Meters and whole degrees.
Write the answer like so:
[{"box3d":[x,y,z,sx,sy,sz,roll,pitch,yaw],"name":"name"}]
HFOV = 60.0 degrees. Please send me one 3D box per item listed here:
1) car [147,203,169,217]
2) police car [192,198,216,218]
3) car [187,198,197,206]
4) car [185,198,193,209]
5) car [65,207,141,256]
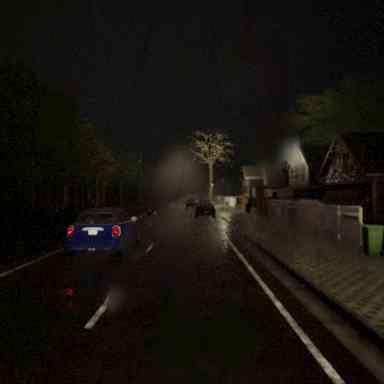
[{"box3d":[-3.391,1.787,33.821,1.895,1.301,4.718,0,0,0],"name":"car"},{"box3d":[1.233,1.602,32.222,1.930,1.638,5.238,0,0,0],"name":"police car"},{"box3d":[0.018,1.964,66.644,1.994,1.385,4.181,0,0,0],"name":"car"},{"box3d":[0.014,1.795,50.754,1.837,1.490,4.892,0,0,0],"name":"car"},{"box3d":[-3.395,1.423,13.502,2.097,1.767,4.553,0,0,0],"name":"car"}]
